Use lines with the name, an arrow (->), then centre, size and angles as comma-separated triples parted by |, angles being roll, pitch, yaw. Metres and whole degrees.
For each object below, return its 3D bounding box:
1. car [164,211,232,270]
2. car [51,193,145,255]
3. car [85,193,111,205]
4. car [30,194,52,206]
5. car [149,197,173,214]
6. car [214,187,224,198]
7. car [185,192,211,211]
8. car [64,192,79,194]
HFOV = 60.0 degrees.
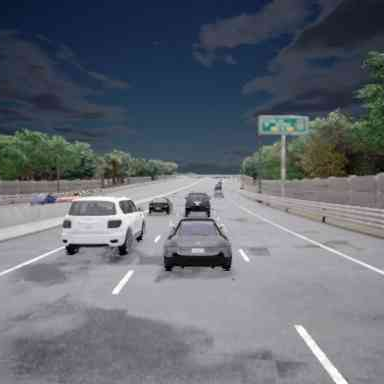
car -> 0.177, 1.546, 11.011 | 1.994, 1.385, 4.181 | 0, 0, 1
car -> -3.298, 1.191, 13.387 | 2.150, 2.045, 5.566 | 0, 0, 1
car -> -13.094, 0.972, 46.666 | 2.128, 1.511, 4.902 | 0, 1, 3
car -> -20.150, 1.039, 45.214 | 1.812, 1.442, 4.674 | 0, 1, 3
car -> -2.917, 1.251, 31.824 | 1.882, 1.535, 5.008 | 0, 1, 2
car -> 5.661, 0.339, 70.053 | 2.033, 1.411, 5.357 | 0, 2, 3
car -> 0.527, 1.026, 29.819 | 2.150, 2.045, 5.566 | 0, 1, 2
car -> -16.647, 0.865, 45.221 | 2.097, 1.767, 4.553 | 0, 1, 3
